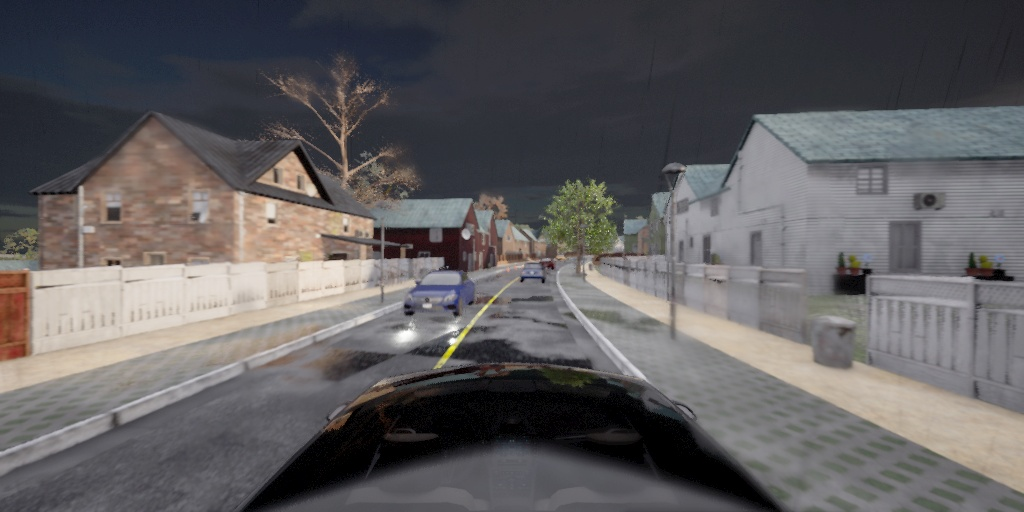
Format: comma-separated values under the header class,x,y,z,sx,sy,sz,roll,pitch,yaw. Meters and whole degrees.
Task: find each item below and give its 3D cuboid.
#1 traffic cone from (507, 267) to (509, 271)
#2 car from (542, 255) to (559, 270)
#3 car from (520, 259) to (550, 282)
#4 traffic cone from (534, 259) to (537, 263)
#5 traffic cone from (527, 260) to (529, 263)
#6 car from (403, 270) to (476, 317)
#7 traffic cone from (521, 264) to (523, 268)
class,x,y,z,sx,sy,sz,roll,pitch,yaw
traffic cone,-0.439,1.475,41.045,0.340,0.580,0.340,0,0,10
car,4.639,0.939,46.531,1.882,1.535,5.008,0,1,11
car,1.687,1.215,27.709,2.033,1.411,5.357,0,0,7
traffic cone,3.770,1.226,60.802,0.340,0.580,0.340,0,0,14
traffic cone,2.564,1.295,55.896,0.340,0.580,0.340,0,0,13
car,-2.455,1.250,13.236,1.812,1.442,4.674,0,0,3
traffic cone,1.461,1.357,50.967,0.340,0.580,0.340,0,0,12
